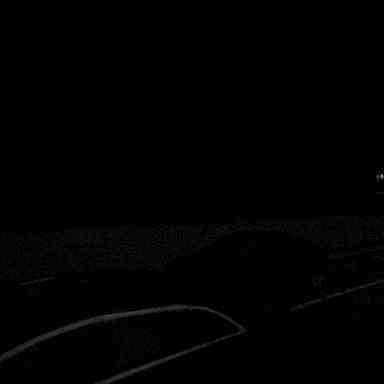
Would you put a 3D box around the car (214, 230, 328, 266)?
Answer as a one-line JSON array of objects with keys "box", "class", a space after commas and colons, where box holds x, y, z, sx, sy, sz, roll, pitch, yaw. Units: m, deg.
[{"box": [1.379, 1.600, 7.639, 4.313, 1.339, 1.947, 0, 0, -36], "class": "car"}]

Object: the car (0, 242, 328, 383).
[{"box": [-1.169, 1.494, 2.545, 4.902, 1.511, 2.128, 0, 0, -36], "class": "car"}]
